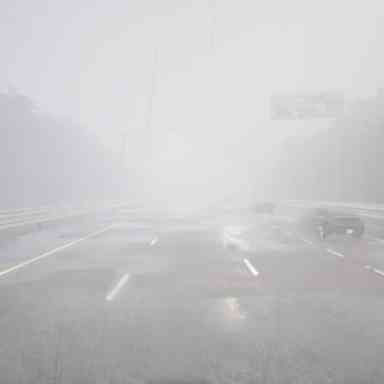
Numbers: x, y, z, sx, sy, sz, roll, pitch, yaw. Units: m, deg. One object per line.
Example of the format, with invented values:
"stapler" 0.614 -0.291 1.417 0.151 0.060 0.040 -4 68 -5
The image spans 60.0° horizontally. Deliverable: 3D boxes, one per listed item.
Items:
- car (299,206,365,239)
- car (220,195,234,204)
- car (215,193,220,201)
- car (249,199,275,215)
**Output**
"car" 7.022 1.503 17.208 1.837 1.490 4.892 0 0 0
"car" 7.119 1.502 65.490 1.812 1.442 4.674 0 0 0
"car" 7.153 1.499 80.594 1.812 1.442 4.674 0 0 0
"car" 7.057 1.483 33.944 1.882 1.535 5.008 0 0 0
